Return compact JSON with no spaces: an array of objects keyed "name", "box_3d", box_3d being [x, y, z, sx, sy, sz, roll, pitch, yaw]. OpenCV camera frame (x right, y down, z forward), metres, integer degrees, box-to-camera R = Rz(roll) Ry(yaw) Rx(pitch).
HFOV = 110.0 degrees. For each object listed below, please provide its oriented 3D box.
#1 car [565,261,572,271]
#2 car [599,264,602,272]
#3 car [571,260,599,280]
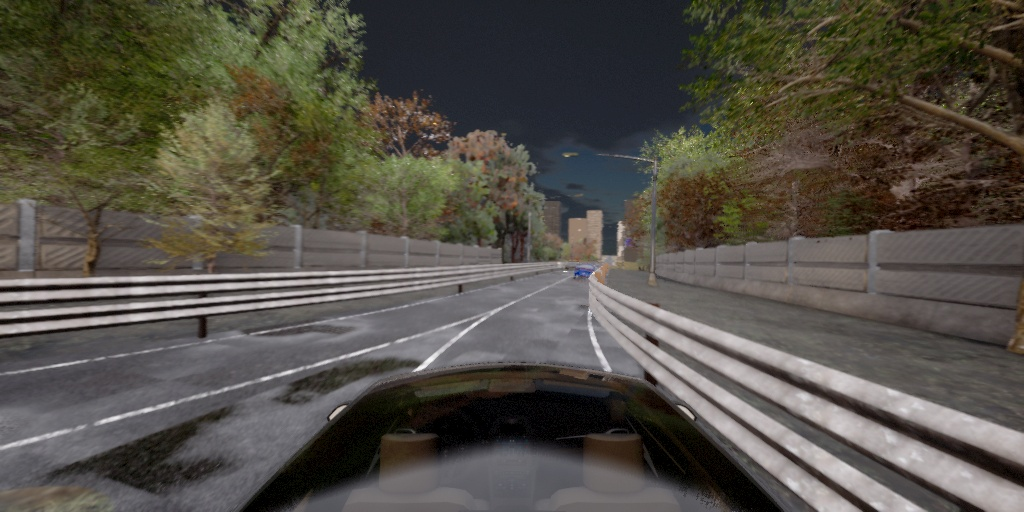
[{"name":"car","box_3d":[9.322,1.587,55.560,1.837,1.490,4.892,2,0,16]},{"name":"car","box_3d":[11.842,1.493,51.926,2.097,1.767,4.553,2,0,15]},{"name":"car","box_3d":[7.133,1.440,34.717,1.882,1.535,5.008,2,0,15]}]
